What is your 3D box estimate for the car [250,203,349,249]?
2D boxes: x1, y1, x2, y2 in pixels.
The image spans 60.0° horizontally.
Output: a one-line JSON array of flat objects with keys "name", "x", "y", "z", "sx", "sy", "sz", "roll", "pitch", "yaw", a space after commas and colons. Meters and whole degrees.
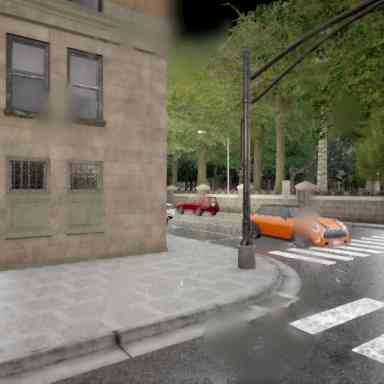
[{"name": "car", "x": 4.538, "y": 1.343, "z": 14.727, "sx": 2.097, "sy": 1.767, "sz": 4.553, "roll": 0, "pitch": 0, "yaw": -27}]

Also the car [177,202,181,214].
[{"name": "car", "x": -3.524, "y": 1.192, "z": 27.524, "sx": 2.150, "sy": 2.045, "sz": 5.566, "roll": 0, "pitch": 0, "yaw": -34}]

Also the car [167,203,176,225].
[{"name": "car", "x": -3.227, "y": 1.544, "z": 22.238, "sx": 1.947, "sy": 1.339, "sz": 4.313, "roll": 0, "pitch": 0, "yaw": -35}]

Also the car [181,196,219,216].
[{"name": "car", "x": 0.547, "y": 1.285, "z": 31.774, "sx": 2.192, "sy": 1.841, "sz": 5.009, "roll": 0, "pitch": 0, "yaw": -35}]
